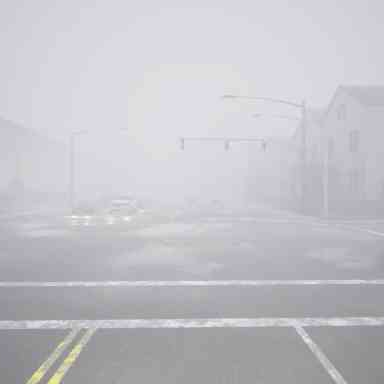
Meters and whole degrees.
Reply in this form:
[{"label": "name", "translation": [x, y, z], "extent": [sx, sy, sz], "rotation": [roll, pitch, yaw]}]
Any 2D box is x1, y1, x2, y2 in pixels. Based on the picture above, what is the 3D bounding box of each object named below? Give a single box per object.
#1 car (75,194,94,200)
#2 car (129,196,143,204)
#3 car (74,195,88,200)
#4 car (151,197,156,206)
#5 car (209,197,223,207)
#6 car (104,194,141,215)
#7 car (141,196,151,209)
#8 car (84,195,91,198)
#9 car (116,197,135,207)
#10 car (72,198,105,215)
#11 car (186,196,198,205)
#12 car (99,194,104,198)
[{"label": "car", "translation": [-28.939, 1.452, 89.704], "extent": [2.038, 1.542, 4.974], "rotation": [0, 0, 29]}, {"label": "car", "translation": [-10.523, 1.525, 63.202], "extent": [1.812, 1.442, 4.674], "rotation": [0, 0, 1]}, {"label": "car", "translation": [-28.182, 1.295, 84.378], "extent": [1.853, 1.218, 4.536], "rotation": [0, 0, -36]}, {"label": "car", "translation": [-7.070, 1.477, 54.587], "extent": [1.882, 1.535, 5.008], "rotation": [0, 0, 0]}, {"label": "car", "translation": [3.616, 1.525, 50.239], "extent": [1.812, 1.442, 4.674], "rotation": [0, 0, 0]}, {"label": "car", "translation": [-7.089, 1.221, 34.646], "extent": [2.150, 2.045, 5.566], "rotation": [0, 0, 0]}, {"label": "car", "translation": [-7.084, 1.505, 44.199], "extent": [1.837, 1.490, 4.892], "rotation": [0, 0, 0]}, {"label": "car", "translation": [-28.151, 1.452, 84.337], "extent": [2.038, 1.542, 4.974], "rotation": [0, 0, -36]}, {"label": "car", "translation": [-10.578, 1.547, 53.120], "extent": [2.033, 1.411, 5.357], "rotation": [0, 0, 0]}, {"label": "car", "translation": [-10.589, 1.564, 33.615], "extent": [1.994, 1.385, 4.181], "rotation": [0, 0, 0]}, {"label": "car", "translation": [0.020, 1.491, 58.605], "extent": [2.128, 1.511, 4.902], "rotation": [0, 0, 0]}, {"label": "car", "translation": [-10.585, 1.221, 42.875], "extent": [2.150, 2.045, 5.566], "rotation": [0, 0, 0]}]
